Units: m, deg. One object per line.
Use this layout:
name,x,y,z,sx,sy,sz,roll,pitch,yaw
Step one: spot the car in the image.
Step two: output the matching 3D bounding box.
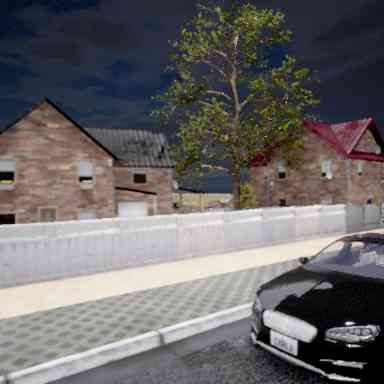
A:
car,3.029,1.463,5.307,4.902,1.511,2.128,-1,0,-36
